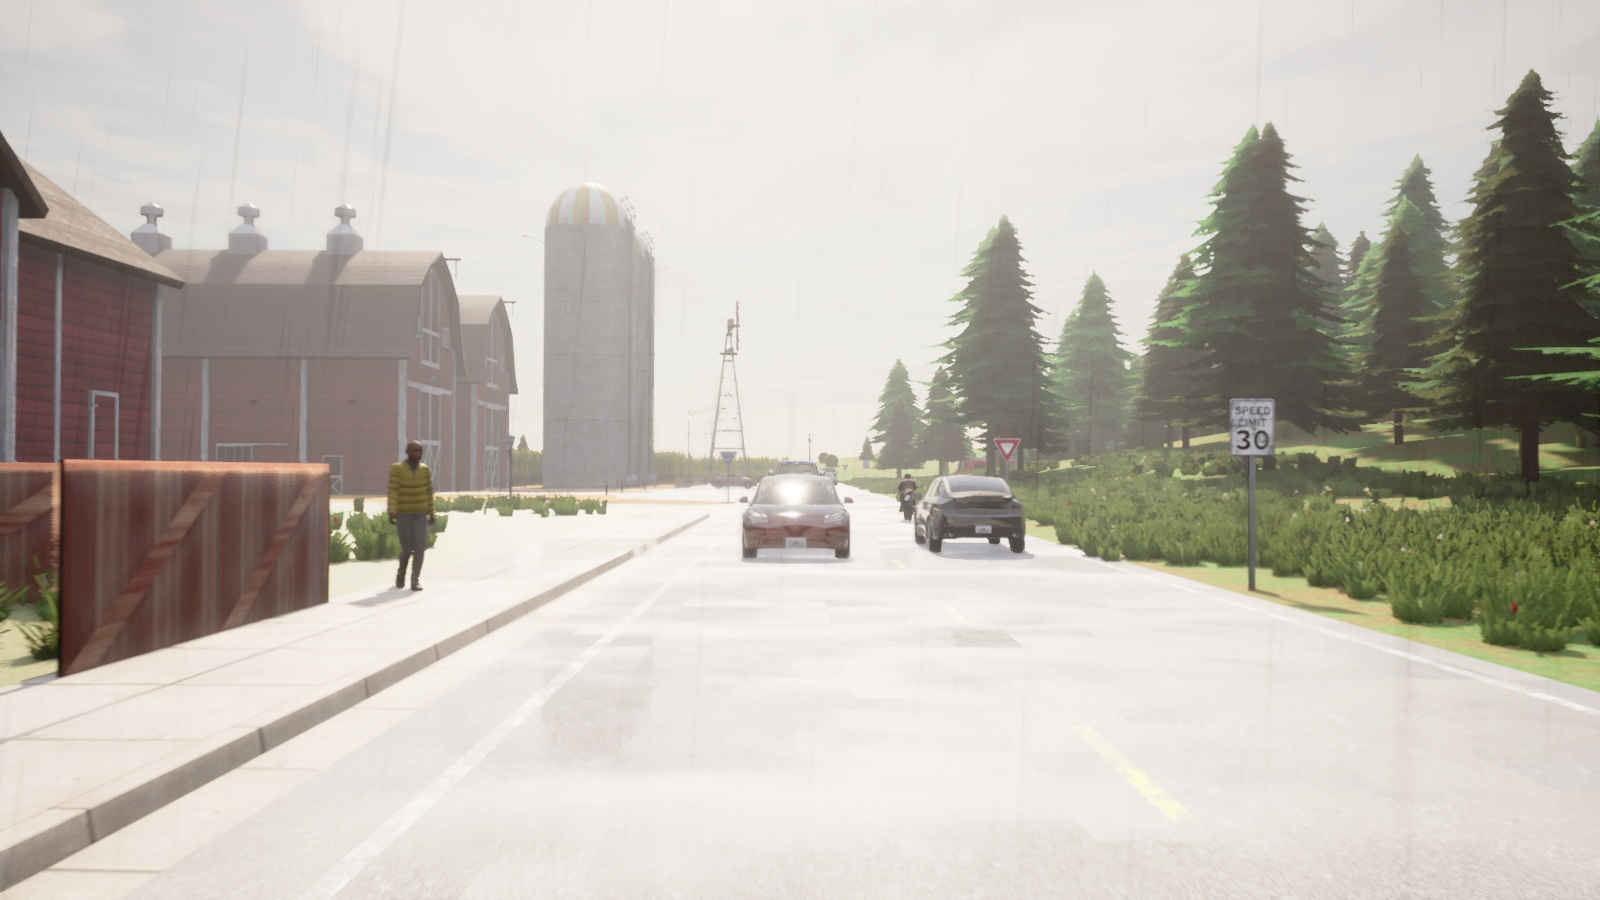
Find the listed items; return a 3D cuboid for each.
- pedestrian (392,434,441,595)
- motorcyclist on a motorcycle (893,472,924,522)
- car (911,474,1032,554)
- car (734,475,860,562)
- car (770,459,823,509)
[{"bbox_3d":[-4.490,0.739,14.692,0.370,1.835,0.726,0,-1,-32],"label":"pedestrian"},{"bbox_3d":[3.403,1.458,39.592,0.797,1.523,2.044,0,-1,0],"label":"motorcyclist on a motorcycle"},{"bbox_3d":[3.436,1.250,26.034,1.837,1.490,4.892,0,-1,0],"label":"car"},{"bbox_3d":[-0.059,1.225,24.067,2.163,1.488,4.792,0,-1,0],"label":"car"},{"bbox_3d":[-0.131,1.437,53.807,2.150,2.045,5.566,0,-1,0],"label":"car"}]
